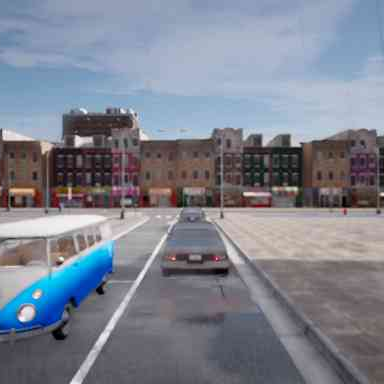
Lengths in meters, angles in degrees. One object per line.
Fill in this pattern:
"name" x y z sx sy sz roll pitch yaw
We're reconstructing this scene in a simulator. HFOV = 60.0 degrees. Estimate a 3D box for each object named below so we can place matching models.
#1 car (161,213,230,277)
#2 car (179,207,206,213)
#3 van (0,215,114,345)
"car" 0.072 1.626 10.441 2.033 1.411 5.357 0 0 0
"car" 0.036 1.722 22.907 2.033 1.411 5.357 0 0 0
"van" -2.661 1.389 6.297 1.690 1.788 3.998 -1 0 0
